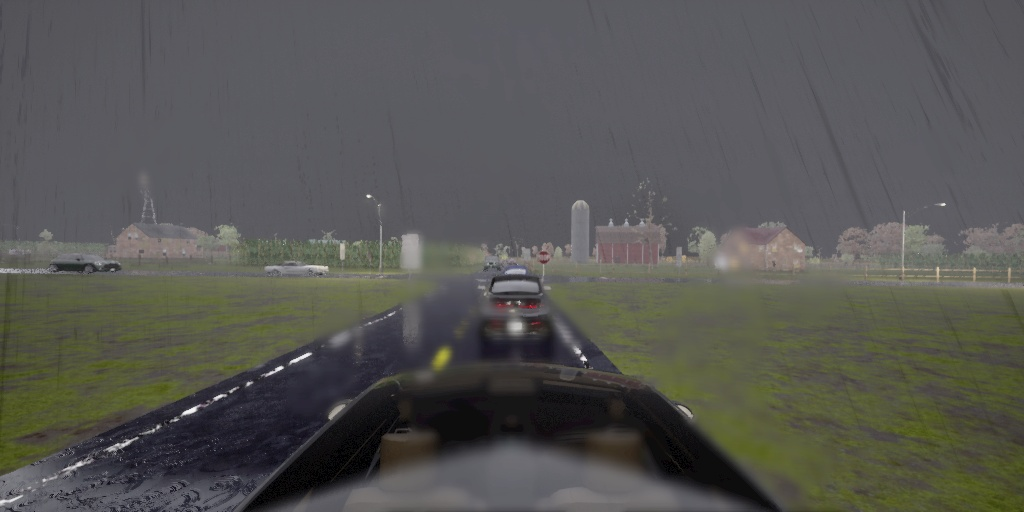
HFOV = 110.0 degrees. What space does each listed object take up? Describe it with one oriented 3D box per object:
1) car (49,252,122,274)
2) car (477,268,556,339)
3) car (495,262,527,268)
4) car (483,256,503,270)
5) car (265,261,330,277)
[{"bbox_3d":[-37.144,0.597,31.323,4.553,1.767,2.097,1,1,0],"label":"car"},{"bbox_3d":[0.102,1.255,10.060,1.837,1.490,4.892,0,0,0],"label":"car"},{"bbox_3d":[0.285,1.277,20.936,1.812,1.442,4.674,0,0,3],"label":"car"},{"bbox_3d":[-2.829,1.001,50.997,2.150,2.045,5.566,0,0,0],"label":"car"},{"bbox_3d":[-18.695,1.123,31.374,4.718,1.301,1.895,1,1,0],"label":"car"}]
